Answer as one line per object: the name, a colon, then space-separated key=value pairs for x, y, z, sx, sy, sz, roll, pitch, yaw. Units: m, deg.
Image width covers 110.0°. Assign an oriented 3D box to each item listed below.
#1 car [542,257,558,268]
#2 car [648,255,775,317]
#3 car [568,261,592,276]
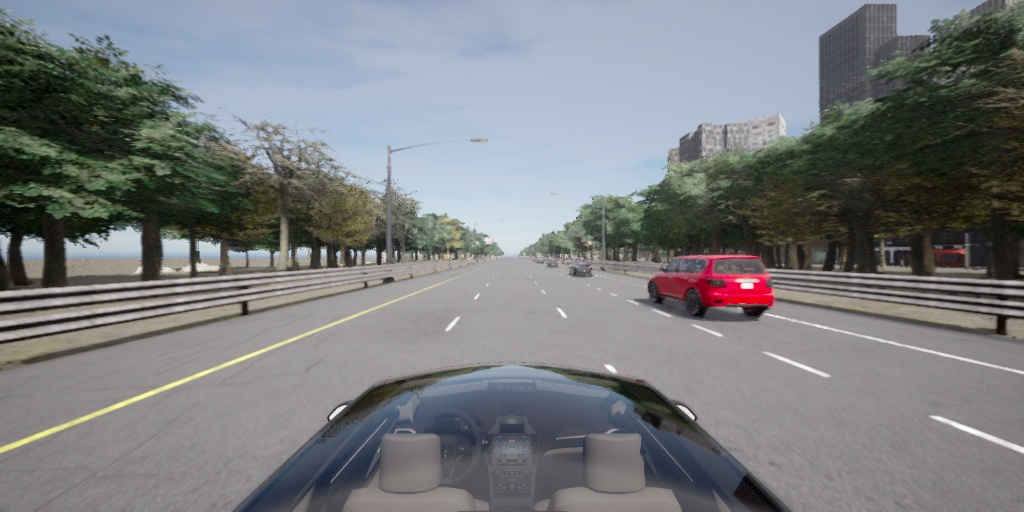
car: x=7.174 y=1.297 z=64.327 sx=2.128 sy=1.511 sz=4.902 roll=0 pitch=0 yaw=0
car: x=7.005 y=0.983 z=13.357 sx=2.150 sy=2.045 sz=5.566 roll=0 pitch=0 yaw=0
car: x=7.063 y=1.267 z=37.292 sx=2.128 sy=1.511 sz=4.902 roll=0 pitch=0 yaw=0
